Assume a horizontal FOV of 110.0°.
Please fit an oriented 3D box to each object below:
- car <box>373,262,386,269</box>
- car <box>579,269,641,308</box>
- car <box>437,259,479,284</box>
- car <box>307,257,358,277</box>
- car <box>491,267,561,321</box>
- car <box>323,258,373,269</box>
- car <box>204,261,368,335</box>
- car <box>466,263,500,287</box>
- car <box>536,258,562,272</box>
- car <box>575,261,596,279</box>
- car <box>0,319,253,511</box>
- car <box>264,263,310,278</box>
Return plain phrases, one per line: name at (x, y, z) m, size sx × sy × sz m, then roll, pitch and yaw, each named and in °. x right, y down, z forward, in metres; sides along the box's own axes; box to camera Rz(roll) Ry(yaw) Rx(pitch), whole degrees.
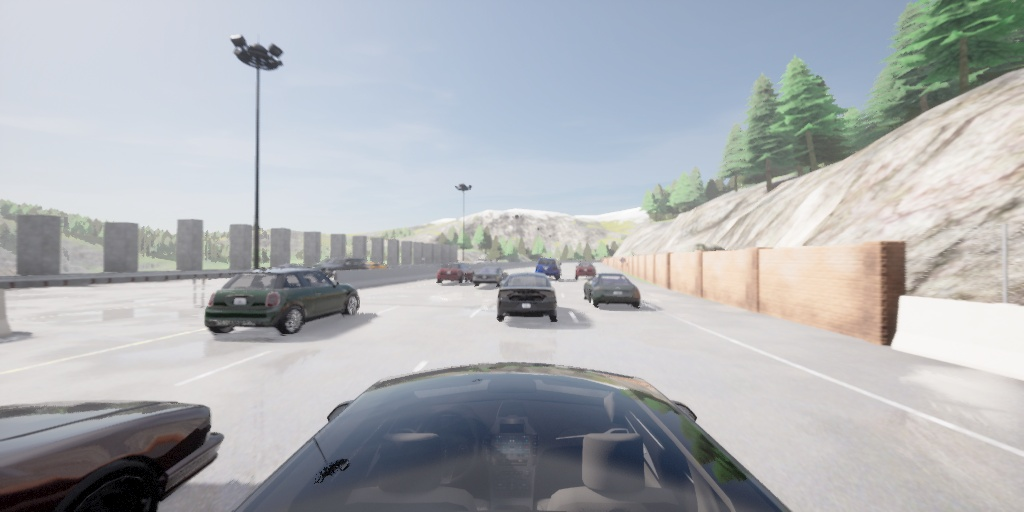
car at (-16.654, 1.495, 41.888) m, size 1.882 × 1.535 × 5.008 m, roll 0°, pitch -1°, yaw 12°
car at (4.364, 1.448, 16.184) m, size 1.994 × 1.385 × 4.181 m, roll 0°, pitch 0°, yaw 5°
car at (-4.494, 1.312, 29.451) m, size 2.097 × 1.767 × 4.553 m, roll 0°, pitch -1°, yaw 9°
car at (-20.397, 1.221, 41.056) m, size 2.150 × 2.045 × 5.566 m, roll 0°, pitch -1°, yaw 12°
car at (0.569, 1.321, 12.925) m, size 1.882 × 1.535 × 5.008 m, roll 0°, pitch 0°, yaw 4°
car at (-15.010, 1.163, 31.703) m, size 2.150 × 2.045 × 5.566 m, roll 0°, pitch -1°, yaw 9°
car at (-6.546, 1.153, 10.900) m, size 2.097 × 1.767 × 4.553 m, roll 0°, pitch -1°, yaw 3°
car at (-1.480, 1.495, 26.447) m, size 2.033 × 1.411 × 5.357 m, roll 0°, pitch 0°, yaw 9°
car at (3.573, 1.258, 34.902) m, size 2.150 × 2.045 × 5.566 m, roll 0°, pitch 0°, yaw 11°
car at (7.639, 1.421, 37.300) m, size 2.097 × 1.767 × 4.553 m, roll 0°, pitch -1°, yaw 11°
car at (-3.367, 1.276, 0.548) m, size 2.033 × 1.411 × 5.357 m, roll 0°, pitch 0°, yaw 0°
car at (-24.350, 1.529, 38.987) m, size 1.994 × 1.385 × 4.181 m, roll 0°, pitch 0°, yaw 11°
